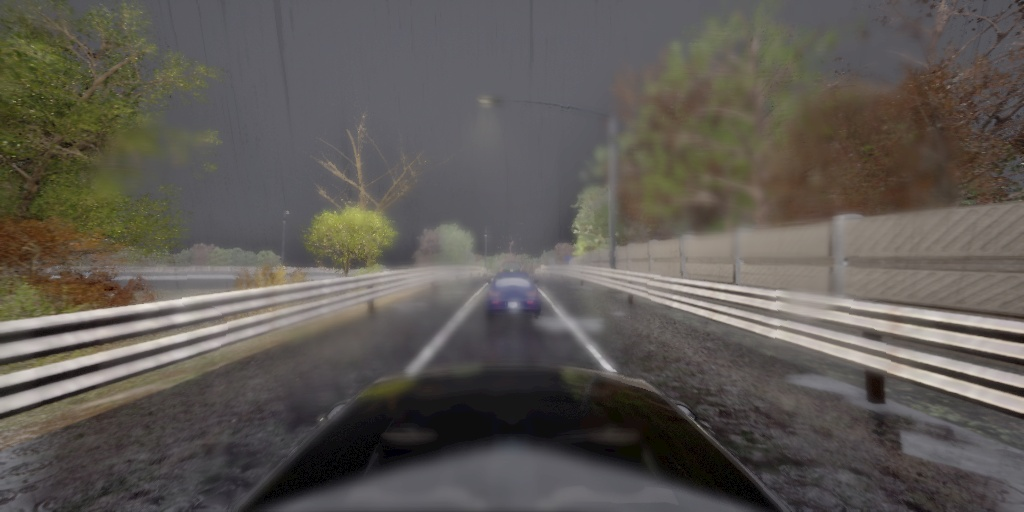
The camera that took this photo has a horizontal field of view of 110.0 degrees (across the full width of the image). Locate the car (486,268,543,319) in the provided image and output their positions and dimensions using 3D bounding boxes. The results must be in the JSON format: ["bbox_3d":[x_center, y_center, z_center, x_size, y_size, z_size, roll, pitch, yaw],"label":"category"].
[{"bbox_3d":[0.085,1.313,12.946,1.812,1.442,4.674,0,0,0],"label":"car"}]

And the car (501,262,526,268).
[{"bbox_3d":[0.150,1.340,30.227,2.097,1.767,4.553,0,-1,0],"label":"car"}]
